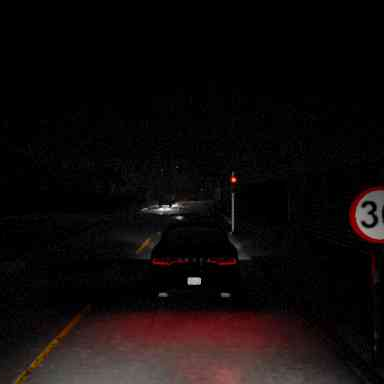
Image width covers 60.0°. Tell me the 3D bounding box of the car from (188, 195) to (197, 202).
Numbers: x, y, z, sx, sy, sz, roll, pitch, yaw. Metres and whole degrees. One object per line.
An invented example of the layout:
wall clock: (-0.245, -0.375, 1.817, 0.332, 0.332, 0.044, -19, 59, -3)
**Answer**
car: (0.138, 1.328, 71.329, 1.812, 1.442, 4.674, 0, 0, 0)

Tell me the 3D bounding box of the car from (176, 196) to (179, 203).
car: (-3.956, 1.482, 60.353, 2.128, 1.511, 4.902, 0, 0, 0)

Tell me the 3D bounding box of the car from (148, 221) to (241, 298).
car: (0.068, 1.476, 8.554, 1.882, 1.535, 5.008, 0, 0, 1)

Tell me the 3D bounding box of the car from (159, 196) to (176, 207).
car: (-3.997, 1.483, 50.872, 2.128, 1.511, 4.902, 0, 0, 0)

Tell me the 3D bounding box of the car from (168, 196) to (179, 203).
car: (-3.864, 1.584, 70.404, 1.895, 1.301, 4.718, 0, 0, 0)
